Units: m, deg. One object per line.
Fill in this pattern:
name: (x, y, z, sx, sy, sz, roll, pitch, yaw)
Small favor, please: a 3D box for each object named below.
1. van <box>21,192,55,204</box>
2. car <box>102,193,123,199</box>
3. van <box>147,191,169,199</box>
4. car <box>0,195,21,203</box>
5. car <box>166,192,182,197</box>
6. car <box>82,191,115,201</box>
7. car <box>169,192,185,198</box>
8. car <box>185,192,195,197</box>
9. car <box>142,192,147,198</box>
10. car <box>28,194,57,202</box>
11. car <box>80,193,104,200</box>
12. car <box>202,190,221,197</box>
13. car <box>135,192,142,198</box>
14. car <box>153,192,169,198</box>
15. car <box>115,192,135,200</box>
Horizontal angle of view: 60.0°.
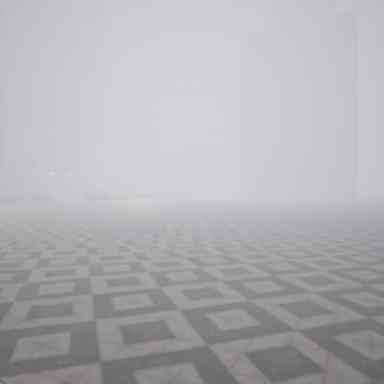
van: (-23.305, 0.924, 50.784, 1.690, 1.788, 3.998, 1, 1, 36)
car: (-17.543, 0.869, 73.520, 2.008, 1.369, 4.403, 1, 1, 36)
van: (-7.437, 0.592, 72.999, 1.690, 1.788, 3.998, 1, 1, 36)
car: (-30.237, 1.133, 55.750, 1.887, 1.381, 4.507, 1, 1, 36)
car: (-4.851, 0.640, 91.288, 2.008, 1.369, 4.403, 1, 1, 36)
car: (-16.957, 0.760, 59.669, 2.192, 1.841, 5.009, 1, 1, 36)
car: (-4.264, 0.632, 77.442, 1.967, 1.590, 4.097, 1, 1, 36)
car: (-1.090, 0.681, 81.886, 1.887, 1.381, 4.507, 1, 1, 36)
car: (-11.197, 0.742, 82.404, 1.887, 1.381, 4.507, 1, 1, 36)
car: (-27.064, 1.068, 60.192, 2.008, 1.369, 4.403, 1, 1, 36)
car: (-20.717, 0.934, 69.077, 2.008, 1.369, 4.403, 1, 1, 36)
car: (5.256, 0.617, 90.772, 1.802, 1.307, 4.206, 1, 1, 36)
car: (-14.370, 0.696, 77.960, 1.967, 1.590, 4.097, 1, 1, 36)
car: (-8.024, 0.723, 86.846, 1.802, 1.307, 4.206, 1, 1, 36)
car: (-13.784, 0.929, 64.116, 2.008, 1.369, 4.403, 1, 1, 36)
